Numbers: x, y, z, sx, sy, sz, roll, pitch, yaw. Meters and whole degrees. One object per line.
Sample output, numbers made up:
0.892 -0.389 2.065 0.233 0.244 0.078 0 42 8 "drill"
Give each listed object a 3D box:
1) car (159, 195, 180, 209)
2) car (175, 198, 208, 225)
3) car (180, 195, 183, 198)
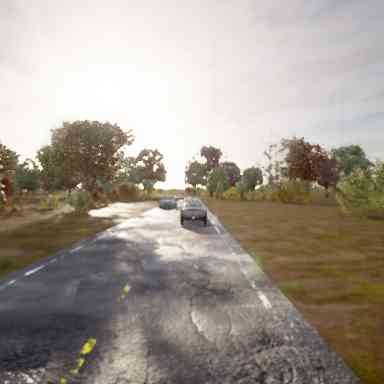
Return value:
-3.077 1.294 43.211 2.097 1.767 4.553 0 0 0 "car"
0.101 1.466 23.931 2.128 1.511 4.902 0 0 0 "car"
-2.992 1.373 83.004 1.812 1.442 4.674 0 0 0 "car"
